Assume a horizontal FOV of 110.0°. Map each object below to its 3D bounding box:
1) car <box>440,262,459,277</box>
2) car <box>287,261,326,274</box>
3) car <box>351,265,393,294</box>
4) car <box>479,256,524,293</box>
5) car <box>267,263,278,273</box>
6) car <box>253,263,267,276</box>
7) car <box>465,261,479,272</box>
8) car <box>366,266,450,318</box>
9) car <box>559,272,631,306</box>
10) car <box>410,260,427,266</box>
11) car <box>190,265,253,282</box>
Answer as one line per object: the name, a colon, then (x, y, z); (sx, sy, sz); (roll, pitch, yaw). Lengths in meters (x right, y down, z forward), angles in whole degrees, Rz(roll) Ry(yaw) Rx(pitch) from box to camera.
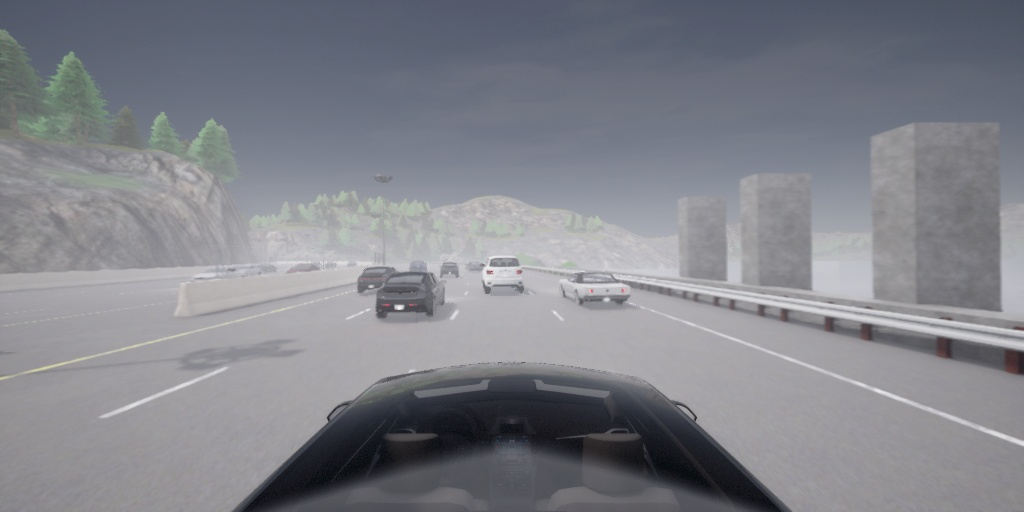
car: (-6.644, 1.390, 37.880); (1.837, 1.490, 4.892); (1, 0, -12)
car: (-20.931, 1.520, 36.235); (1.882, 1.535, 5.008); (-1, 0, -11)
car: (-7.806, 1.376, 21.564); (1.837, 1.490, 4.892); (0, 0, -7)
car: (-0.661, 1.012, 21.384); (2.150, 2.045, 5.566); (0, 0, -7)
car: (-35.651, 1.781, 51.963); (2.033, 1.411, 5.357); (-1, 0, -17)
car: (-28.455, 1.656, 38.141); (1.812, 1.442, 4.674); (-1, 0, -12)
car: (-5.223, 1.435, 48.797); (2.033, 1.411, 5.357); (-1, 0, -16)
car: (-3.634, 1.316, 13.435); (1.837, 1.490, 4.892); (0, 0, -4)
car: (3.371, 1.336, 15.620); (1.895, 1.301, 4.718); (-1, 0, -4)
car: (-12.048, 1.311, 46.010); (2.097, 1.767, 4.553); (-1, 0, -14)
car: (-23.128, 1.580, 28.487); (1.812, 1.442, 4.674); (-1, 0, -9)
